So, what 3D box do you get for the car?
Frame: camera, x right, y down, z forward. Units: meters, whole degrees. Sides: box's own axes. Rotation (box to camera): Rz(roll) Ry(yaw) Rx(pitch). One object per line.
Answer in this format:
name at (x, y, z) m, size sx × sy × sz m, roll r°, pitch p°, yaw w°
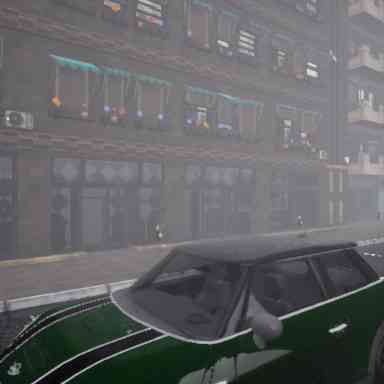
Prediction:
car at (0.362, 1.352, 3.640) m, size 4.553 × 1.767 × 2.097 m, roll 0°, pitch 0°, yaw -36°
